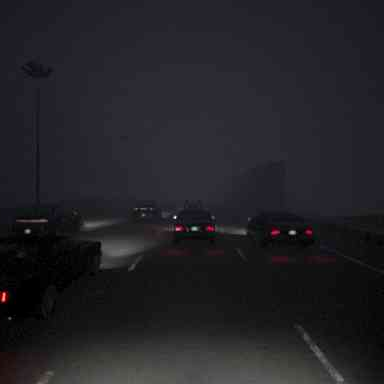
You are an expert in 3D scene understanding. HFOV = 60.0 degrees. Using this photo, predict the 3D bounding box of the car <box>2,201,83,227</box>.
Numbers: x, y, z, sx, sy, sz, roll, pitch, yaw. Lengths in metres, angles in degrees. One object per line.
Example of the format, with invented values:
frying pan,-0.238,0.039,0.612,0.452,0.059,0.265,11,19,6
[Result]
car,-6.898,1.431,16.400,2.128,1.511,4.902,0,0,0

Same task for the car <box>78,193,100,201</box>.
car,-17.432,1.280,57.881,2.128,1.511,4.902,0,0,2

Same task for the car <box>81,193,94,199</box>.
car,-27.298,1.044,87.058,1.812,1.442,4.674,0,0,1

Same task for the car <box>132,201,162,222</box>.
car,-3.397,1.397,25.632,2.128,1.511,4.902,0,0,0

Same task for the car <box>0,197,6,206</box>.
car,-28.059,1.322,46.400,2.128,1.511,4.902,0,0,0

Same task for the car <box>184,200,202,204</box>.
car,0.104,1.471,35.408,1.895,1.301,4.718,0,0,0

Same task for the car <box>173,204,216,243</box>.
car,0.101,1.490,15.599,2.033,1.411,5.357,0,0,0

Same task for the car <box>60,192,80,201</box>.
car,-20.932,1.010,57.763,2.150,2.045,5.566,0,0,2

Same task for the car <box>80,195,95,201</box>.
car,-23.971,1.314,76.596,1.895,1.301,4.718,0,0,1

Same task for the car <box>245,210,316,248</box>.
car,3.602,1.494,14.420,2.033,1.411,5.357,0,0,0

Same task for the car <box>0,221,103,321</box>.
car,-3.399,1.574,7.186,1.895,1.301,4.718,0,0,0
